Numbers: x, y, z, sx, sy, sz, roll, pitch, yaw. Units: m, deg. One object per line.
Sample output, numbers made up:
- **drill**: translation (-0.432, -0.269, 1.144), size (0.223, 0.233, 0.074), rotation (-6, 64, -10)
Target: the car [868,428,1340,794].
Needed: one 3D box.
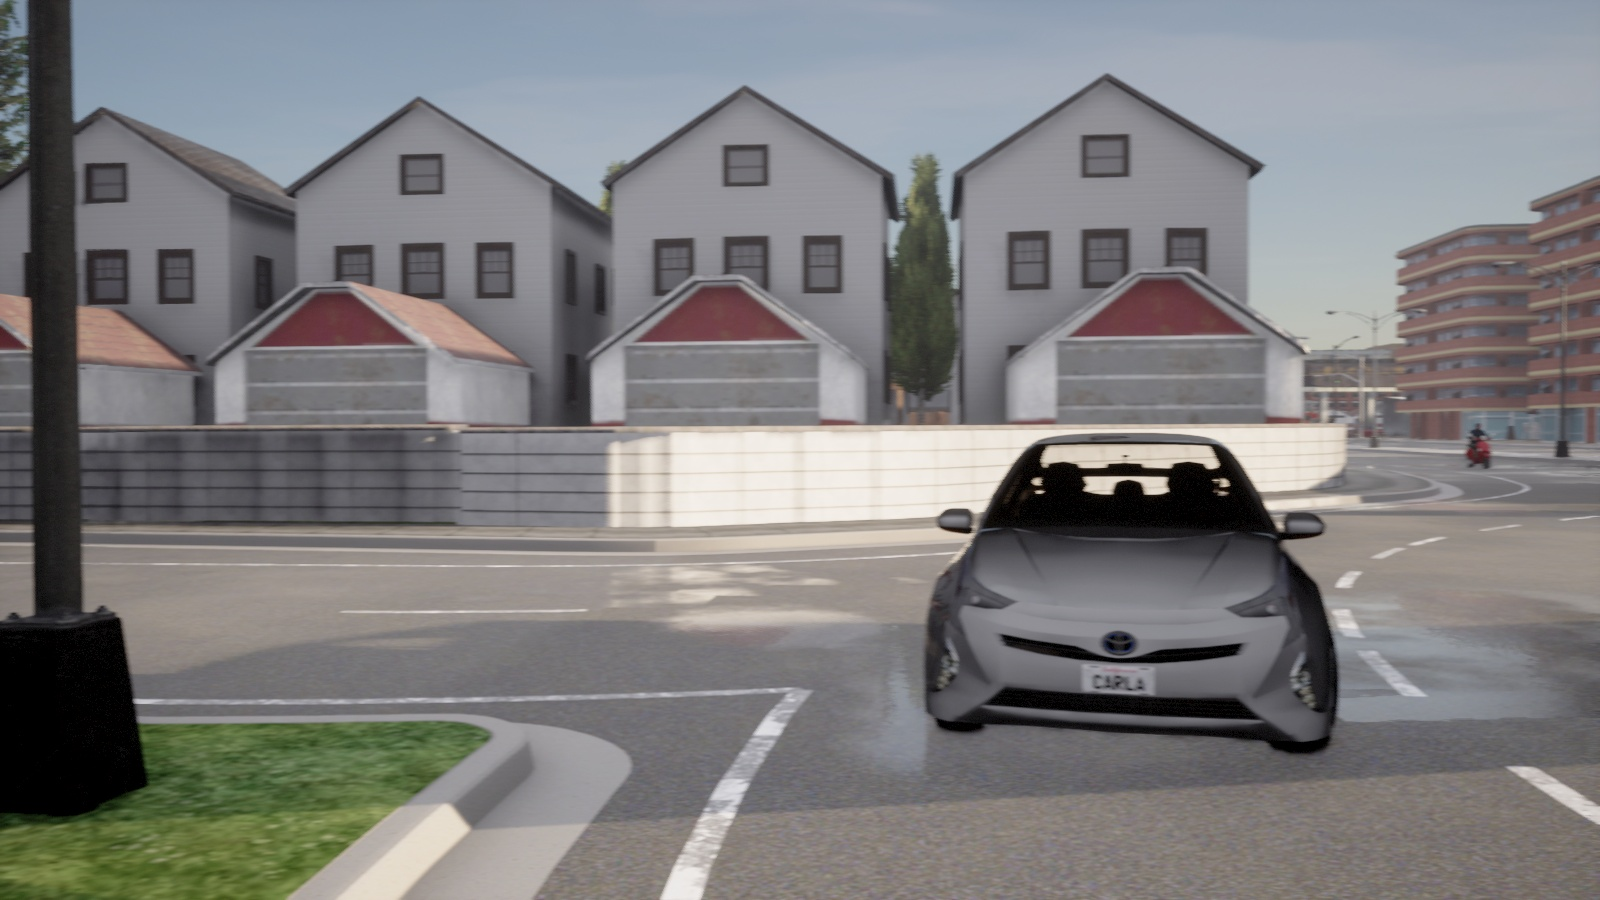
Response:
- **car**: translation (1.872, 0.635, 7.690), size (2.007, 1.525, 4.514), rotation (0, 1, 15)

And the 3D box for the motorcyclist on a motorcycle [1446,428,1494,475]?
- **motorcyclist on a motorcycle**: translation (23.185, 0.033, 43.500), size (0.866, 1.590, 1.817), rotation (0, 1, 7)
